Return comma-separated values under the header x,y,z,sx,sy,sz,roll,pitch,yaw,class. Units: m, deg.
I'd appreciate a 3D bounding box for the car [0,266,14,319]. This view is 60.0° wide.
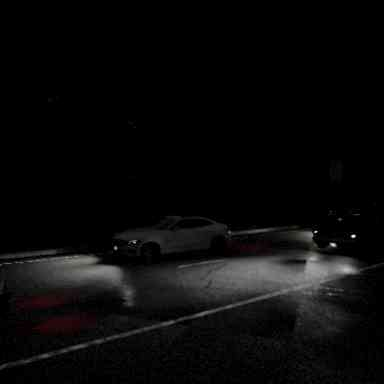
x,y,z,sx,sy,sz,roll,pitch,yaw,class
-5.419,1.543,4.364,5.357,1.411,2.033,0,0,-34,car

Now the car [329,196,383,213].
x,y,z,sx,sy,sz,roll,pitch,yaw,class
10.966,1.278,21.455,5.566,2.045,2.150,0,0,-40,car

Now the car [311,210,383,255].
x,y,z,sx,sy,sz,roll,pitch,yaw,class
6.942,1.644,13.669,4.718,1.301,1.895,0,0,-39,car

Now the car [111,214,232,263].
x,y,z,sx,sy,sz,roll,pitch,yaw,class
-0.586,1.556,12.189,4.674,1.442,1.812,0,0,-36,car
